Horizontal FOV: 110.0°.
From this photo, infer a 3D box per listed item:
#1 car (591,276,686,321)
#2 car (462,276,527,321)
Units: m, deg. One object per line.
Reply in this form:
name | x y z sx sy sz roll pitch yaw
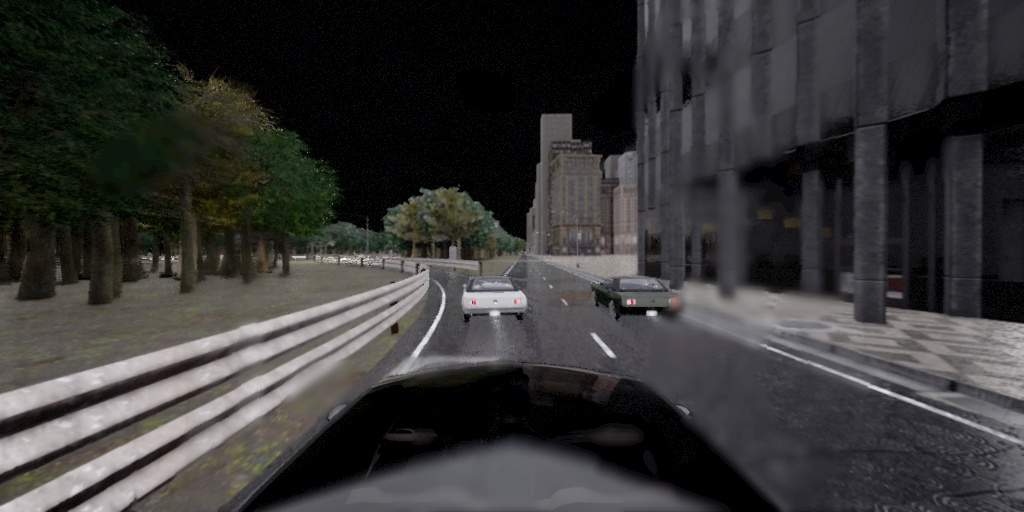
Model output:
car | 4.001 1.318 12.304 1.895 1.301 4.718 0 0 2
car | -0.757 1.344 12.435 1.895 1.301 4.718 0 0 -7
